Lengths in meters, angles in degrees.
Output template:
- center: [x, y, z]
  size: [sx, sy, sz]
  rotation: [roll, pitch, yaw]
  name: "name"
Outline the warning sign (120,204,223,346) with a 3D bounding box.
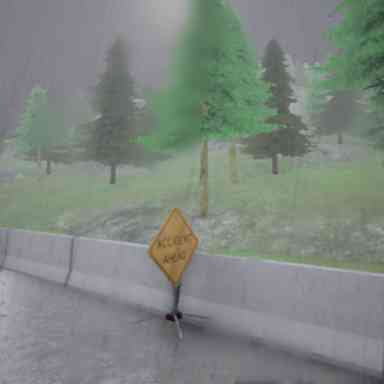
- center: [-0.294, 1.149, 5.322]
  size: [1.060, 1.860, 1.300]
  rotation: [-1, 0, 36]
  name: "warning sign"
